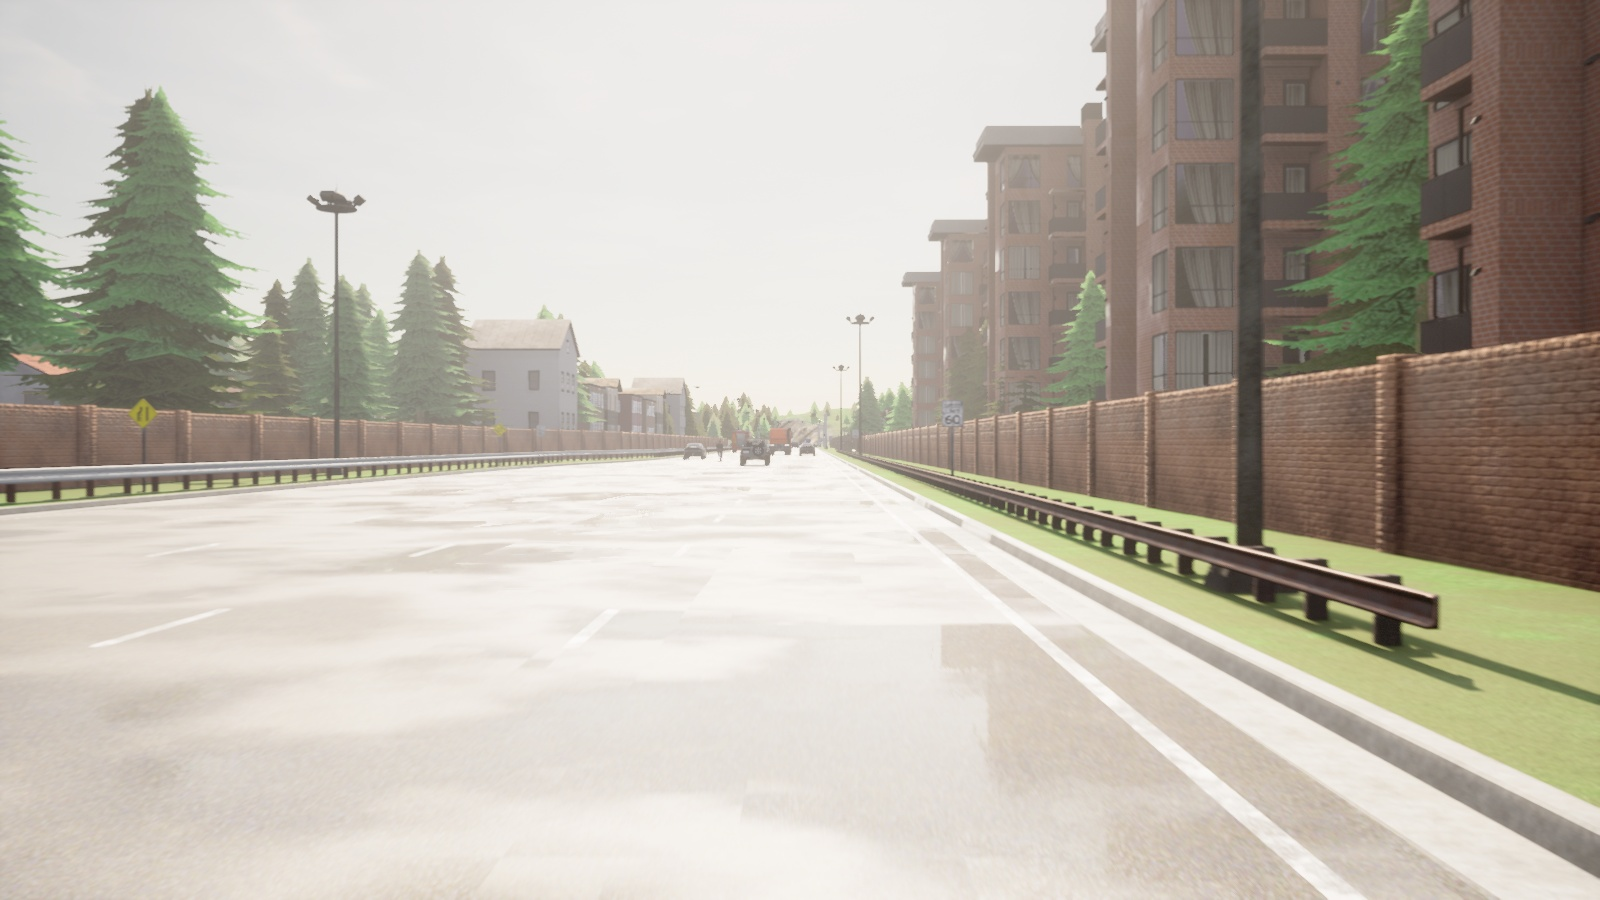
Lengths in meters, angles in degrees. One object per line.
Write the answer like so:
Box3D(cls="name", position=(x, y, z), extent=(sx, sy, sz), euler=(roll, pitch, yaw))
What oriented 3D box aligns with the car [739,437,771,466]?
Box3D(cls="car", position=(-3.003, 0.093, 84.729), extent=(1.932, 1.855, 4.605), euler=(0, 0, 0))
